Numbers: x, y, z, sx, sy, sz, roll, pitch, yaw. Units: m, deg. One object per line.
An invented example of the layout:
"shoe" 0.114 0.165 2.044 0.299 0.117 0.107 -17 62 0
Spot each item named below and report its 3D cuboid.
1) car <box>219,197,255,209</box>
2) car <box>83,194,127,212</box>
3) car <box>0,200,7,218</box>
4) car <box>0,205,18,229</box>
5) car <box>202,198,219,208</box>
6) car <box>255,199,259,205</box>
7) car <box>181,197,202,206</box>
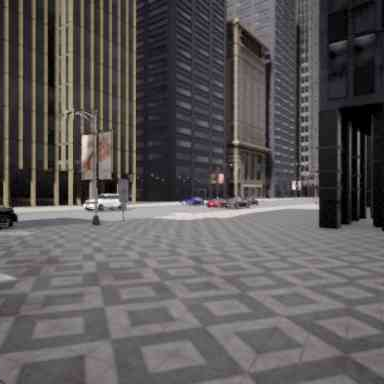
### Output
"car" 6.225 1.550 45.882 2.128 1.511 4.902 0 0 36
"car" -10.281 1.241 39.858 2.150 2.045 5.566 0 0 36
"car" -18.662 1.506 28.187 1.837 1.490 4.892 0 0 36
"car" -13.213 1.238 19.360 2.150 2.045 5.566 -1 -1 35
"car" 3.868 1.617 48.158 1.994 1.385 4.181 0 0 36
"car" 9.614 1.593 56.257 1.812 1.442 4.674 0 0 36
"car" 0.166 1.570 54.285 1.812 1.442 4.674 0 0 36
